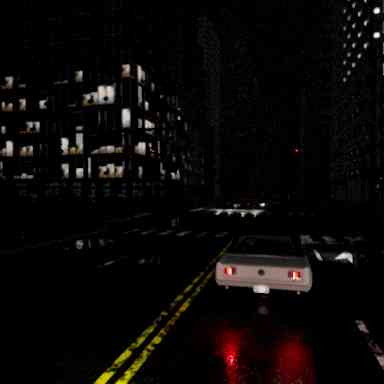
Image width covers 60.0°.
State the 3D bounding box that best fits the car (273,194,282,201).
[{"bbox_3d":[20.593,1.239,80.360,2.128,1.511,4.902,0,0,15],"label":"car"}]

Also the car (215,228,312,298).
[{"bbox_3d":[1.939,1.592,8.587,1.895,1.301,4.718,0,0,15],"label":"car"}]

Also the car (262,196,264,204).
[{"bbox_3d":[12.676,1.395,62.981,1.882,1.535,5.008,0,0,15],"label":"car"}]

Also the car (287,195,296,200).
[{"bbox_3d":[23.746,1.308,79.571,1.895,1.301,4.718,0,0,15],"label":"car"}]

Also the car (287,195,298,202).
[{"bbox_3d":[21.119,1.433,69.459,2.033,1.411,5.357,0,0,15],"label":"car"}]

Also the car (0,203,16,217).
[{"bbox_3d":[-16.664,1.425,27.348,4.313,1.339,1.947,1,1,16],"label":"car"}]

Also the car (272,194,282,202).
[{"bbox_3d":[18.085,1.489,70.710,1.895,1.301,4.718,0,0,15],"label":"car"}]

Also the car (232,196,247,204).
[{"bbox_3d":[8.846,1.471,61.241,2.033,1.411,5.357,0,0,15],"label":"car"}]

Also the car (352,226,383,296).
[{"bbox_3d":[5.047,1.495,7.613,1.837,1.490,4.892,0,0,15],"label":"car"}]

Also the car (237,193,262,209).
[{"bbox_3d":[7.685,1.171,43.970,2.150,2.045,5.566,0,0,15],"label":"car"}]

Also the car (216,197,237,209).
[{"bbox_3d":[4.569,1.428,44.928,1.882,1.535,5.008,0,0,15],"label":"car"}]
